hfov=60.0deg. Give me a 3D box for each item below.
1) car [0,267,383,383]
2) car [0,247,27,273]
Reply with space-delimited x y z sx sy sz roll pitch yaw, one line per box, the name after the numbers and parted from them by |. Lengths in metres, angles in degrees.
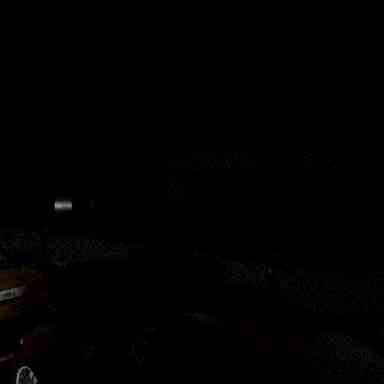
0.011 1.581 3.070 4.206 1.307 1.802 0 1 36 | car
-4.670 1.523 6.419 4.829 1.417 1.752 0 1 36 | car
